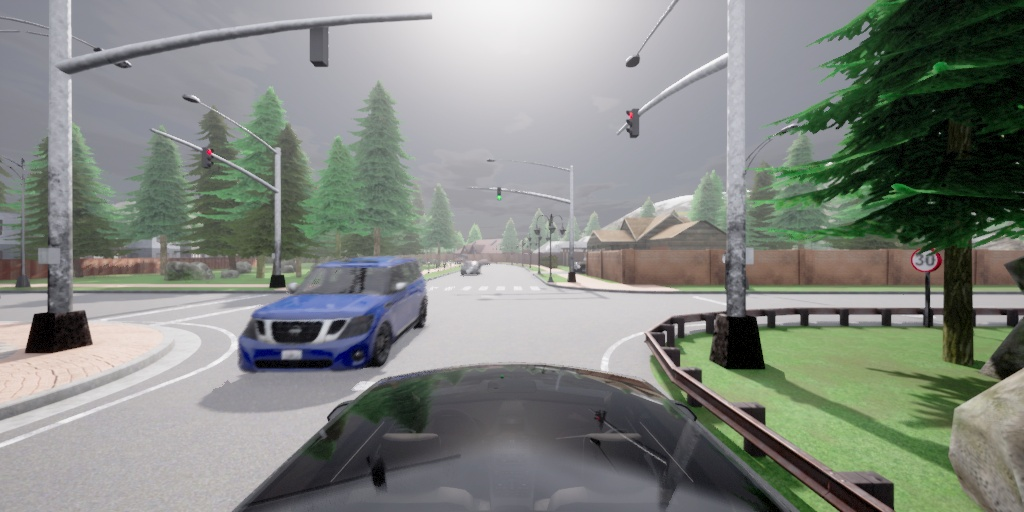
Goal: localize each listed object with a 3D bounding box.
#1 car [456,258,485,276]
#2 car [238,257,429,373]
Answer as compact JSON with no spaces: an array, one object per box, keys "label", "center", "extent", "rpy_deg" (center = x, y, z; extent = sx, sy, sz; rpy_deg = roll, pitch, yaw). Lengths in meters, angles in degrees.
[{"label":"car","center":[-4.168,1.266,36.512],"extent":[2.128,1.511,4.902],"rpy_deg":[0,1,-2]},{"label":"car","center":[-3.409,1.079,8.193],"extent":[2.150,2.045,5.566],"rpy_deg":[0,2,-1]}]
